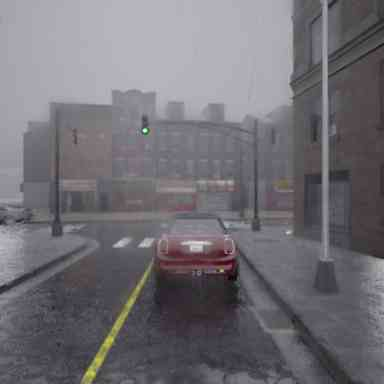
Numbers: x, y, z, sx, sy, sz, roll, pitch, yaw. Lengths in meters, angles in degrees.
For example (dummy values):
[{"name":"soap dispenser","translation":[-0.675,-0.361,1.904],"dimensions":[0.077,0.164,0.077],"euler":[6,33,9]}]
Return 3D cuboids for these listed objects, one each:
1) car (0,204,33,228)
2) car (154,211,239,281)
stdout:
[{"name":"car","translation":[-12.960,1.530,21.513],"dimensions":[4.902,1.511,2.128],"euler":[0,0,-8]},{"name":"car","translation":[0.109,1.354,10.003],"dimensions":[2.097,1.767,4.553],"euler":[0,0,0]}]
